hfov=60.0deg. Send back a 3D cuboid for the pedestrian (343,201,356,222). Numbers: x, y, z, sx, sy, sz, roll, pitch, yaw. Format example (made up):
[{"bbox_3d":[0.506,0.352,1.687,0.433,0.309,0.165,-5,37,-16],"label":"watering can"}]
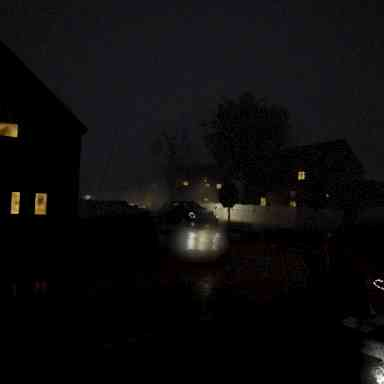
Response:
[{"bbox_3d":[8.249,1.384,17.495,0.375,1.860,0.375,4,-2,-36],"label":"pedestrian"}]

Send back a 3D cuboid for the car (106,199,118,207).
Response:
[{"bbox_3d":[-14.489,2.003,60.651,1.994,1.385,4.181,3,-1,-13],"label":"car"}]

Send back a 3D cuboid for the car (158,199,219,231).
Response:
[{"bbox_3d":[-0.324,1.303,19.900,2.097,1.767,4.553,4,-2,-32],"label":"car"}]

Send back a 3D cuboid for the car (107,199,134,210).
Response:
[{"bbox_3d":[-6.779,1.521,31.036,1.837,1.490,4.892,3,-2,-27],"label":"car"}]

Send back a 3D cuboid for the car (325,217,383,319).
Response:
[{"bbox_3d":[4.310,1.416,7.393,1.882,1.535,5.008,0,2,12],"label":"car"}]
